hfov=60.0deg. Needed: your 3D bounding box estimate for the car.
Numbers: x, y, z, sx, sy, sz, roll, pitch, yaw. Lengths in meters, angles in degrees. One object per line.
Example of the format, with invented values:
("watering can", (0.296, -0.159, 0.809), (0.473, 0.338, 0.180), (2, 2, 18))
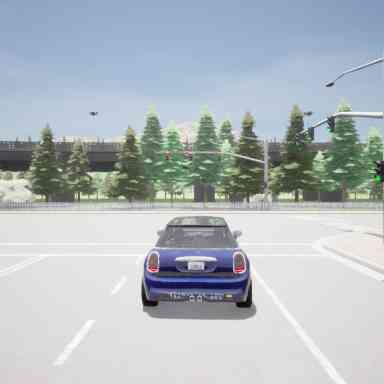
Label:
("car", (0.167, 1.352, 8.127), (2.097, 1.767, 4.553), (0, 0, 3))
